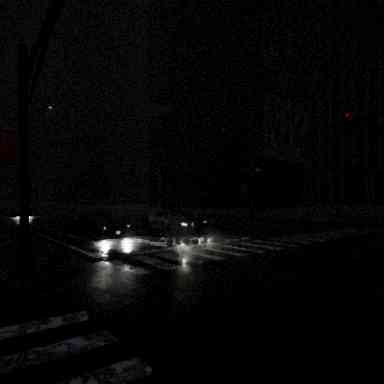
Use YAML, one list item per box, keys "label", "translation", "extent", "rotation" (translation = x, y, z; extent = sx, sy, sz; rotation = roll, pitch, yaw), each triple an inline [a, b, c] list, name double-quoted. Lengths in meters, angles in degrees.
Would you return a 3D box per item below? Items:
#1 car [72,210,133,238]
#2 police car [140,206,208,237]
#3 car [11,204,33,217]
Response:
- label: "car"
  translation: [-5.421, 1.768, 19.491]
  extent: [2.033, 1.411, 5.357]
  rotation: [-1, -1, -36]
- label: "police car"
  translation: [-1.036, 1.650, 19.176]
  extent: [2.038, 1.542, 4.974]
  rotation: [-1, 0, -36]
- label: "car"
  translation: [-20.867, 2.202, 40.615]
  extent: [2.033, 1.411, 5.357]
  rotation: [-1, -1, -36]
